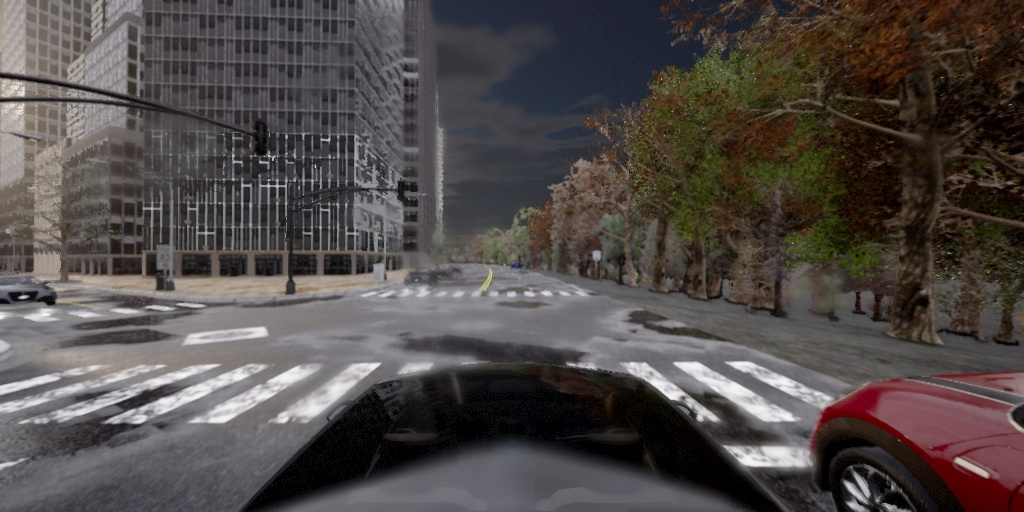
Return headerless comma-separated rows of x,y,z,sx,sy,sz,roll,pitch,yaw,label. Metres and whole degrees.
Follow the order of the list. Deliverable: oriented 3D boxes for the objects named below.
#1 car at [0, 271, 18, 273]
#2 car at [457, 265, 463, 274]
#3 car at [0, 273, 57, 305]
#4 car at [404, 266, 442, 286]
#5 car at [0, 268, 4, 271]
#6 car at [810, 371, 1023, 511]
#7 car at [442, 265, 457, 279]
-32.050,1.784,21.579,4.181,1.385,1.994,-1,-1,29,car
-7.963,1.902,50.592,1.895,1.301,4.718,0,-1,-3,car
-23.329,1.657,16.808,4.181,1.385,1.994,-1,-1,29,car
-7.039,1.610,28.185,1.994,1.385,4.181,0,-1,-2,car
-48.825,2.126,34.393,4.718,1.301,1.895,-1,-1,29,car
3.318,1.057,0.868,2.097,1.767,4.553,-3,1,1,car
-7.403,1.762,38.460,1.895,1.301,4.718,0,-1,-2,car
